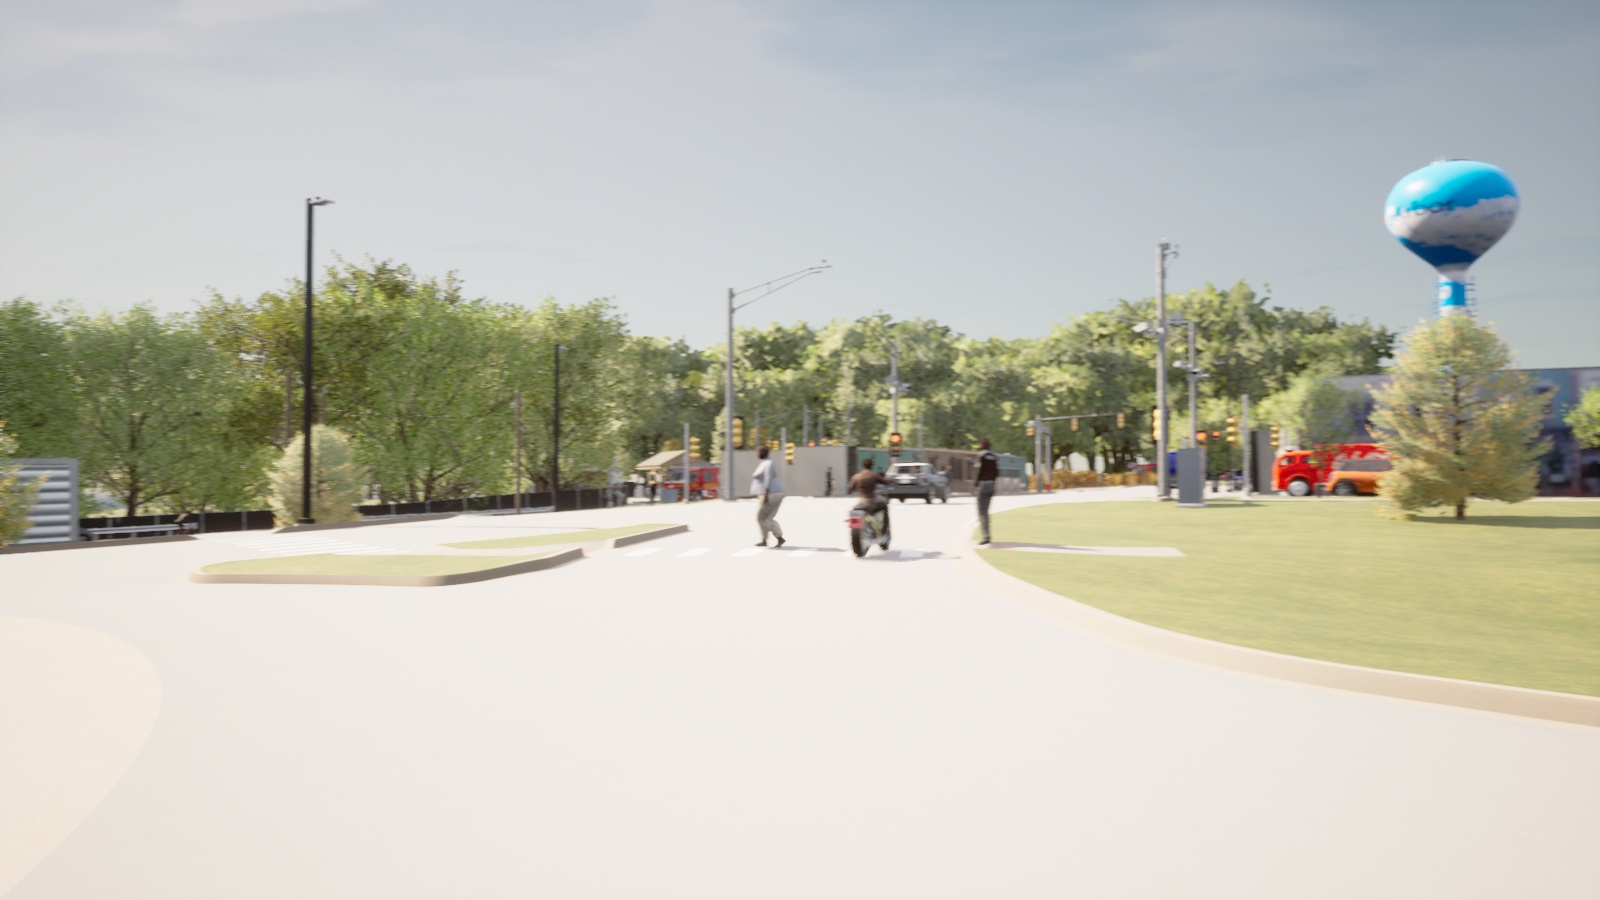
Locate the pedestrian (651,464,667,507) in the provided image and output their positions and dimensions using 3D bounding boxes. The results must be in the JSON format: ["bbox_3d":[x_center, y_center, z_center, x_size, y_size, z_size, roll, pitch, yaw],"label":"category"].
[{"bbox_3d":[-6.007,1.519,53.409,0.345,1.836,0.594,-2,-2,36],"label":"pedestrian"}]

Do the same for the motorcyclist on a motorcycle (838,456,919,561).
[{"bbox_3d":[1.329,0.931,20.870,0.766,1.649,2.350,-1,-1,18],"label":"motorcyclist on a motorcycle"}]

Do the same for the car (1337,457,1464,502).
[{"bbox_3d":[24.258,1.196,50.952,4.553,1.767,2.097,0,-2,23],"label":"car"}]

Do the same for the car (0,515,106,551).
[{"bbox_3d":[-37.323,4.072,62.476,2.007,1.525,4.514,-1,-1,31],"label":"car"}]

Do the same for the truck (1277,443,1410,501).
[{"bbox_3d":[24.020,0.999,55.501,5.204,2.467,2.627,-1,-2,27],"label":"truck"}]

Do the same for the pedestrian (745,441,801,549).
[{"bbox_3d":[-0.467,0.793,22.072,0.900,1.855,0.874,0,-2,5],"label":"pedestrian"}]

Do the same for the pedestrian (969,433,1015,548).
[{"bbox_3d":[3.277,0.693,21.405,0.402,1.930,0.666,2,-3,-39],"label":"pedestrian"}]

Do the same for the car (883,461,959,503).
[{"bbox_3d":[4.458,1.177,45.872,1.970,1.475,3.806,-1,-1,18],"label":"car"}]

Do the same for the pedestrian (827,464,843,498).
[{"bbox_3d":[2.005,1.785,71.528,0.788,1.949,0.423,-1,-2,33],"label":"pedestrian"}]
